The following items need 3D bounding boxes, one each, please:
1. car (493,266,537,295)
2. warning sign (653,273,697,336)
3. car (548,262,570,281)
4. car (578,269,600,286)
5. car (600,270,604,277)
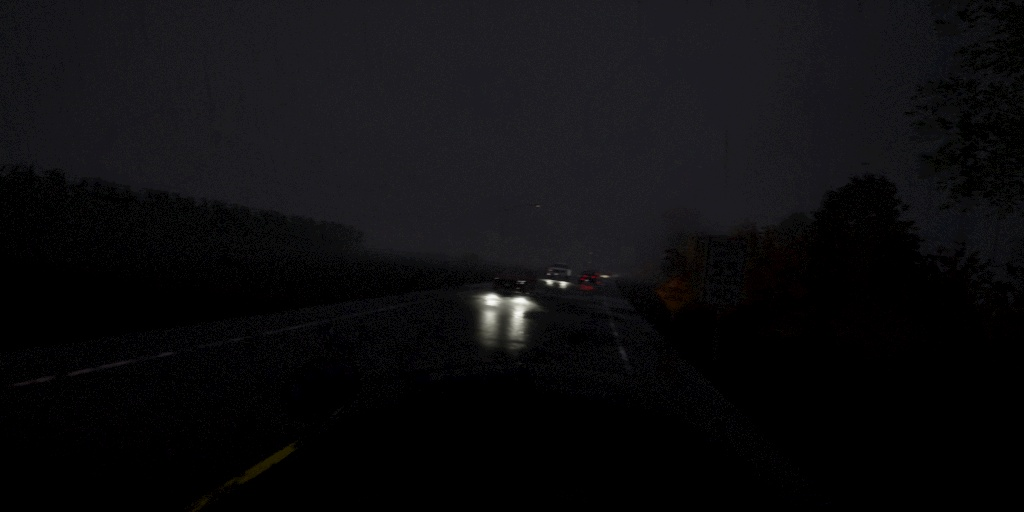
[{"bbox_3d":[0.324,1.383,22.028,1.882,1.535,5.008,6,0,13],"label":"car"},{"bbox_3d":[5.169,1.480,11.643,1.300,1.860,1.060,0,0,13],"label":"warning sign"},{"bbox_3d":[5.838,1.827,43.890,2.150,2.045,5.566,6,0,15],"label":"car"},{"bbox_3d":[8.420,2.380,39.622,1.837,1.490,4.892,6,-1,15],"label":"car"},{"bbox_3d":[12.055,2.690,53.240,2.097,1.767,4.553,6,0,15],"label":"car"}]
